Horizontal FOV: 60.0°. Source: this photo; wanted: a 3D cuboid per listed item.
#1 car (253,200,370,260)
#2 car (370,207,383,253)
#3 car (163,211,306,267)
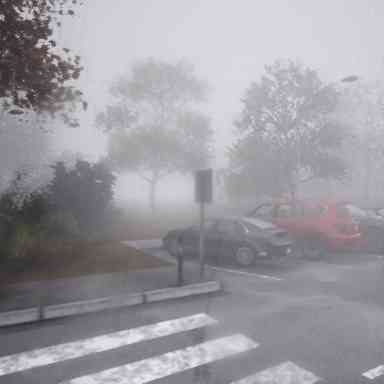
[{"bbox_3d":[3.636,1.342,13.247,5.566,2.045,2.435,-1,-1,40],"label":"car"},{"bbox_3d":[6.256,1.370,14.713,5.566,2.045,2.435,-1,-2,40],"label":"car"},{"bbox_3d":[1.098,1.566,11.718,4.892,1.521,2.231,-1,-1,39],"label":"car"}]
